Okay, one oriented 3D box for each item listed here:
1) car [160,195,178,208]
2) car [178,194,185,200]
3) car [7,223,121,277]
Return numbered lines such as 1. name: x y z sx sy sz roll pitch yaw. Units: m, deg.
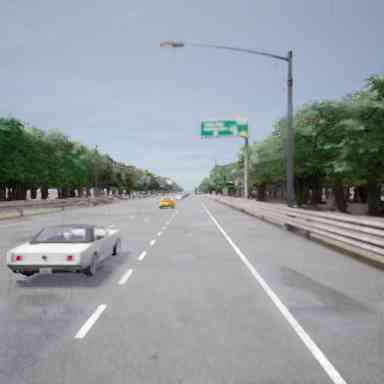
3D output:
1. car: -3.428 1.454 47.088 1.882 1.535 5.008 0 0 0
2. car: -3.330 1.475 86.299 1.812 1.442 4.674 0 0 0
3. car: -3.502 1.600 10.193 1.895 1.301 4.718 0 0 0
